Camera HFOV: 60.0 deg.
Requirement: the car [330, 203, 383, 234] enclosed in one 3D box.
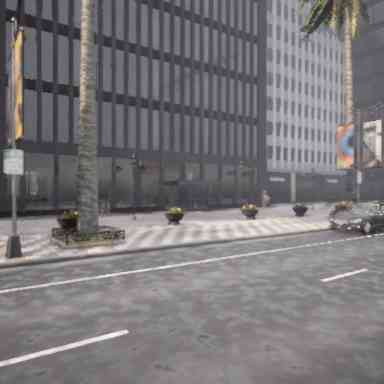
[{"bbox_3d":[9.711,1.399,18.662,4.892,1.521,2.231,0,0,-35],"label":"car"}]
